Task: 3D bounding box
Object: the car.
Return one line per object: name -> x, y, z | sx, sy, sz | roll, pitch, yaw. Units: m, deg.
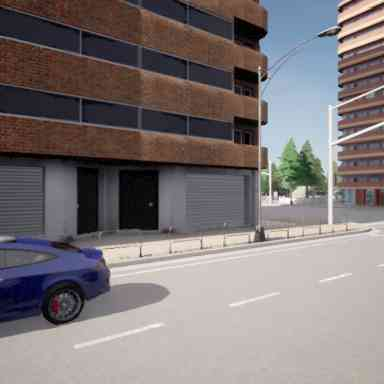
car -> -3.723, 1.526, 5.619 | 4.674, 1.442, 1.812 | 0, 0, -36
